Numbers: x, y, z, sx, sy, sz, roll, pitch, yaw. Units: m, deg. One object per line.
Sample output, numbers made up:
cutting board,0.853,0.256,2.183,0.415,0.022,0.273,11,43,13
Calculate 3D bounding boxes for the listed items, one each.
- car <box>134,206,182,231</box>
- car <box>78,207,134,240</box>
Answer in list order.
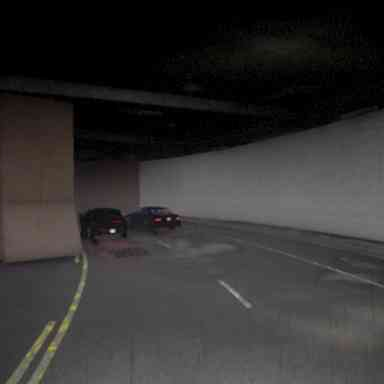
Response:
car,-2.620,1.618,21.172,2.033,1.411,5.357,-1,0,-31
car,-4.829,1.592,17.765,1.837,1.490,4.892,0,0,-27
